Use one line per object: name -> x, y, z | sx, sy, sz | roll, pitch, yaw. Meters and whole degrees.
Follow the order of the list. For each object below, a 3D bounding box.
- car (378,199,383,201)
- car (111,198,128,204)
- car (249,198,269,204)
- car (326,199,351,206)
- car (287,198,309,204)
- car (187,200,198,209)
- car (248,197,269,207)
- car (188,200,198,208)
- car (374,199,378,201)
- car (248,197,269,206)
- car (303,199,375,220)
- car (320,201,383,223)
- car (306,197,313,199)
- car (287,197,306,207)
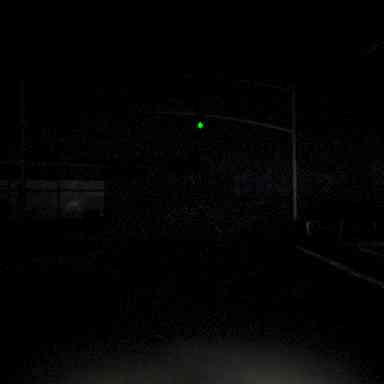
car -> 38.263, 2.062, 67.275 | 3.806, 1.475, 1.970 | 0, -1, 0
car -> -19.554, 2.432, 89.704 | 4.674, 1.442, 1.812 | 0, -1, 0
car -> 17.981, 2.437, 89.791 | 4.902, 1.511, 2.128 | 0, -1, 0
car -> 31.195, 2.171, 70.901 | 4.514, 1.523, 2.007 | 0, -1, 0
car -> 28.523, 2.453, 89.816 | 5.357, 1.411, 2.033 | 0, -1, 0
car -> 0.151, 2.211, 57.456 | 1.837, 1.490, 4.892 | 0, -1, 0
car -> 12.740, 2.146, 63.829 | 3.806, 1.475, 1.970 | 0, -1, 0
car -> 0.157, 2.385, 68.236 | 2.033, 1.411, 5.357 | 0, -1, 0
car -> 20.579, 1.831, 41.459 | 3.633, 1.501, 1.845 | 0, -1, 0
car -> 13.335, 1.903, 67.160 | 3.866, 1.878, 1.905 | 0, -1, 0
car -> 12.964, 1.696, 29.575 | 5.027, 1.636, 2.152 | 0, -1, 0
car -> 13.033, 1.666, 26.439 | 4.514, 1.523, 2.007 | 0, -1, 0
car -> 20.571, 1.932, 51.451 | 4.514, 1.523, 2.007 | 0, -1, 0
car -> 21.219, 1.884, 63.913 | 4.605, 1.855, 1.932 | 0, -1, 0
